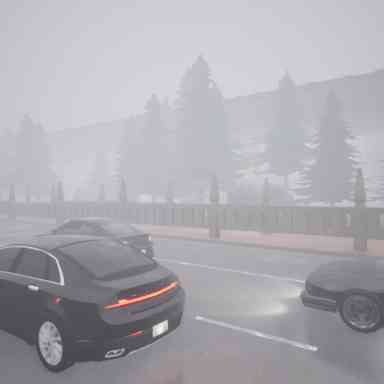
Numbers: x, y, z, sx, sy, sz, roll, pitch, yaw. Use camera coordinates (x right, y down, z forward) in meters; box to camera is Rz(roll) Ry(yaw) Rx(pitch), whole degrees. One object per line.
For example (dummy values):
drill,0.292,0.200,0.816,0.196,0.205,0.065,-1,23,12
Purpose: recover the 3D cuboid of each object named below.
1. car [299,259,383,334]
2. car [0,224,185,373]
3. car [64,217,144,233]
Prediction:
car,4.541,1.548,5.053,5.357,1.411,2.033,0,0,35
car,-2.380,1.504,5.684,4.892,1.490,1.837,0,0,35
car,-3.274,1.524,10.614,4.674,1.442,1.812,0,0,35
